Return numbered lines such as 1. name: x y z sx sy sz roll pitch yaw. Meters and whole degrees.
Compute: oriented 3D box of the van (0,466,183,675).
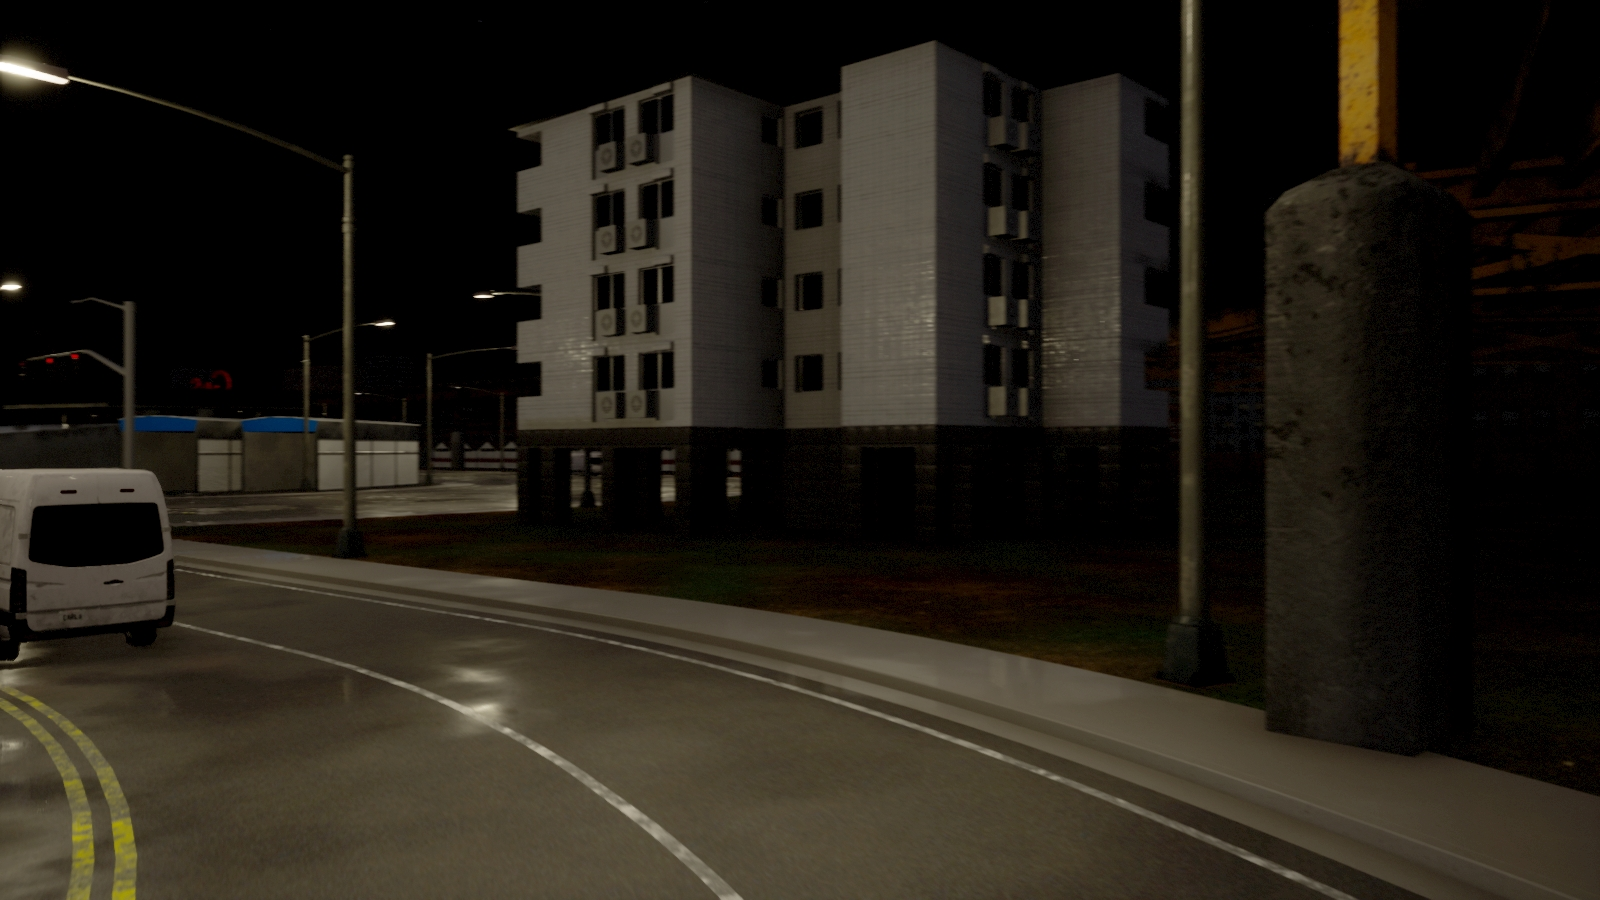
1. van: -11.408 1.555 17.117 5.915 2.561 1.988 0 0 43
